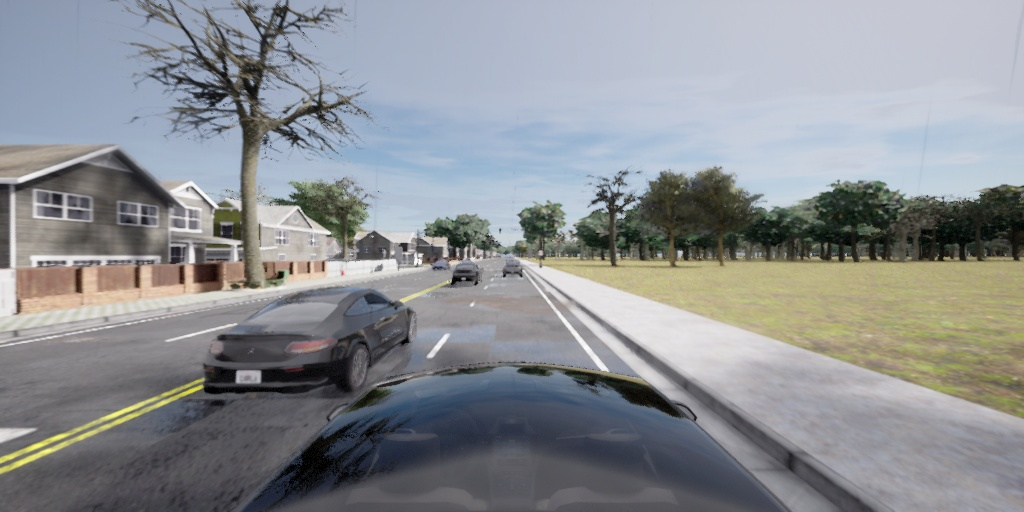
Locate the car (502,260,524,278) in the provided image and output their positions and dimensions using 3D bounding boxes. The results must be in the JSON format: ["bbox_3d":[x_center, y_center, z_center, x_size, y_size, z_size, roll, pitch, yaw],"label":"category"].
[{"bbox_3d":[0.070,1.235,34.142,2.128,1.511,4.902,0,0,0],"label":"car"}]

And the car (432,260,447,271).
[{"bbox_3d":[-9.804,1.296,50.250,2.033,1.411,5.357,0,0,0],"label":"car"}]

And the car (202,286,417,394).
[{"bbox_3d":[-3.151,1.278,6.588,1.812,1.442,4.674,0,0,0],"label":"car"}]

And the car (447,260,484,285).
[{"bbox_3d":[-3.171,1.253,25.853,1.837,1.490,4.892,0,0,0],"label":"car"}]
